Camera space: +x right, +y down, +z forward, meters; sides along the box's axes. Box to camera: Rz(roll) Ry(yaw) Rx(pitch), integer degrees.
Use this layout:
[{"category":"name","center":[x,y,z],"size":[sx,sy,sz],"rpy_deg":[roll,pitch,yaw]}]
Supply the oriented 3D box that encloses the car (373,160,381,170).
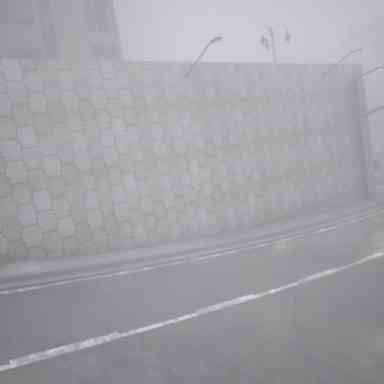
[{"category":"car","center":[17.220,-2.886,35.301],"size":[1.882,1.535,5.008],"rpy_deg":[-15,8,-34]}]
